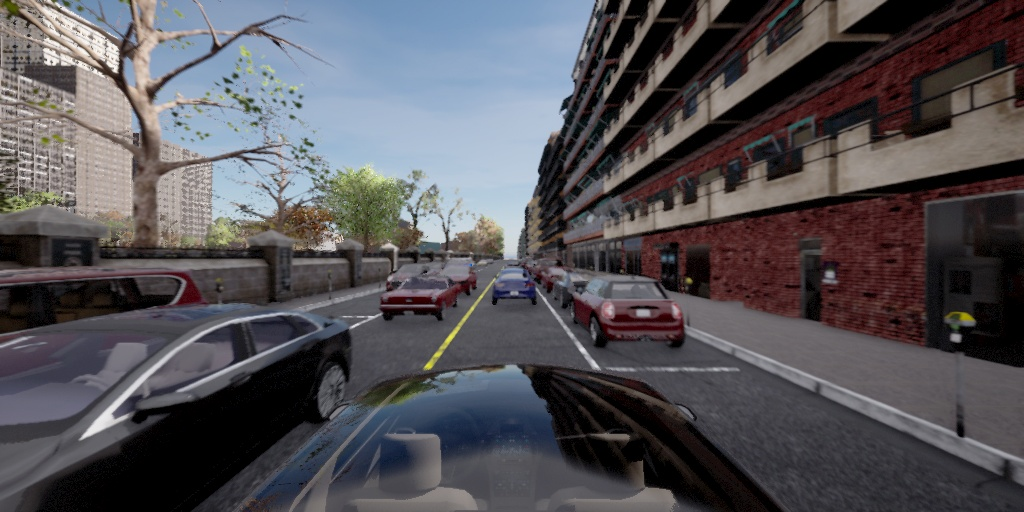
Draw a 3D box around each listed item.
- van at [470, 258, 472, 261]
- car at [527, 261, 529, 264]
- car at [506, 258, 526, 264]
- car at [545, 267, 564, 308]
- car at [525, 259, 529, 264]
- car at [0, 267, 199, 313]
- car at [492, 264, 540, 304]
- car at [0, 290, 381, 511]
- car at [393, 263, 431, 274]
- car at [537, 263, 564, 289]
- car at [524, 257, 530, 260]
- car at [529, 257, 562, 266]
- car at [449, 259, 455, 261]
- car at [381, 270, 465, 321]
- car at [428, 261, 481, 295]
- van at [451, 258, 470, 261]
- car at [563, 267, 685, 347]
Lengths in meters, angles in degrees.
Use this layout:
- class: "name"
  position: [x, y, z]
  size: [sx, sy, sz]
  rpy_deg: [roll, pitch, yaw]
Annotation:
- class: "van"
  position: [-5.701, 1.121, 43.063]
  size: [1.690, 1.789, 3.998]
  rpy_deg: [0, 0, 0]
- class: "car"
  position: [2.682, 1.318, 31.807]
  size: [2.007, 1.370, 4.403]
  rpy_deg: [0, 0, 0]
- class: "car"
  position: [0.088, 1.267, 39.234]
  size: [2.128, 1.511, 4.902]
  rpy_deg: [0, 0, 0]
- class: "car"
  position: [2.687, 1.306, 14.916]
  size: [2.007, 1.370, 4.403]
  rpy_deg: [0, 0, 0]
- class: "car"
  position: [2.680, 1.319, 37.436]
  size: [1.888, 1.381, 4.507]
  rpy_deg: [0, 0, 0]
- class: "car"
  position: [-5.690, 1.065, 3.654]
  size: [2.192, 1.841, 5.009]
  rpy_deg: [0, 0, 0]
- class: "car"
  position: [0.095, 1.281, 16.261]
  size: [1.812, 1.442, 4.674]
  rpy_deg: [0, 0, 0]
- class: "car"
  position: [-3.083, 1.243, 2.966]
  size: [2.128, 1.511, 4.902]
  rpy_deg: [0, 0, 0]
- class: "car"
  position: [-5.695, 1.198, 20.545]
  size: [1.967, 1.591, 4.097]
  rpy_deg: [0, 0, 0]
- class: "car"
  position: [2.685, 1.304, 20.546]
  size: [1.888, 1.381, 4.507]
  rpy_deg: [0, 0, 0]
- class: "car"
  position: [2.679, 1.221, 43.065]
  size: [1.967, 1.591, 4.097]
  rpy_deg: [0, 0, 0]
- class: "car"
  position: [2.684, 1.077, 26.176]
  size: [2.192, 1.841, 5.009]
  rpy_deg: [0, 0, 0]
- class: "car"
  position: [-5.696, 1.202, 26.174]
  size: [1.967, 1.591, 4.097]
  rpy_deg: [0, 0, 0]
- class: "car"
  position: [-3.003, 1.355, 12.665]
  size: [1.895, 1.301, 4.718]
  rpy_deg: [0, 0, 0]
- class: "car"
  position: [-3.016, 1.236, 19.962]
  size: [1.882, 1.535, 5.008]
  rpy_deg: [0, 0, 0]
- class: "van"
  position: [-5.700, 1.114, 37.434]
  size: [1.690, 1.789, 3.998]
  rpy_deg: [0, 0, 0]
- class: "car"
  position: [2.689, 1.192, 9.286]
  size: [1.967, 1.591, 4.097]
  rpy_deg: [0, 0, 0]
